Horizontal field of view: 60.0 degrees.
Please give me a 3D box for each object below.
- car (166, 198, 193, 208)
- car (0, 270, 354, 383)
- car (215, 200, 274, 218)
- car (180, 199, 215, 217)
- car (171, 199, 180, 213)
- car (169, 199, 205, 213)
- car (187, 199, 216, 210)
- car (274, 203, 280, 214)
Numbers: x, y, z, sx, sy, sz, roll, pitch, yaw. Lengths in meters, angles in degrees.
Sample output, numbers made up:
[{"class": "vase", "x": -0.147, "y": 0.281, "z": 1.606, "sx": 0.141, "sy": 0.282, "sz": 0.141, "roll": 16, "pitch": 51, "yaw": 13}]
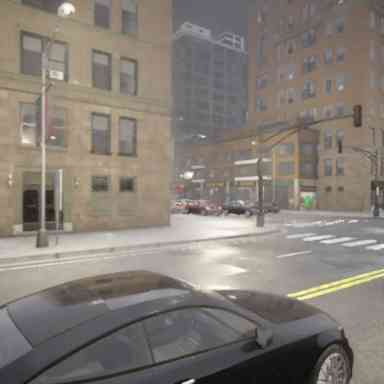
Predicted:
[{"class": "car", "x": -1.909, "y": 1.658, "z": 49.681, "sx": 1.947, "sy": 1.339, "sz": 4.313, "roll": 0, "pitch": 0, "yaw": -35}, {"class": "car", "x": -0.360, "y": 1.530, "z": 3.186, "sx": 4.674, "sy": 1.442, "sz": 1.812, "roll": 0, "pitch": 0, "yaw": -36}, {"class": "car", "x": 4.706, "y": 1.548, "z": 30.782, "sx": 2.128, "sy": 1.511, "sz": 4.902, "roll": 0, "pitch": 0, "yaw": -35}, {"class": "car", "x": 1.064, "y": 1.478, "z": 31.546, "sx": 1.967, "sy": 1.590, "sz": 4.097, "roll": 1, "pitch": 0, "yaw": -35}, {"class": "car", "x": -2.112, "y": 1.477, "z": 36.049, "sx": 1.967, "sy": 1.590, "sz": 4.097, "roll": 1, "pitch": 0, "yaw": -35}, {"class": "car", "x": -0.636, "y": 1.580, "z": 38.356, "sx": 1.812, "sy": 1.442, "sz": 4.674, "roll": 0, "pitch": 0, "yaw": -35}, {"class": "car", "x": 1.267, "y": 1.673, "z": 45.178, "sx": 1.802, "sy": 1.307, "sz": 4.206, "roll": 0, "pitch": 0, "yaw": -35}, {"class": "car", "x": 7.621, "y": 1.659, "z": 36.171, "sx": 1.947, "sy": 1.339, "sz": 4.313, "roll": 1, "pitch": 0, "yaw": -35}]
